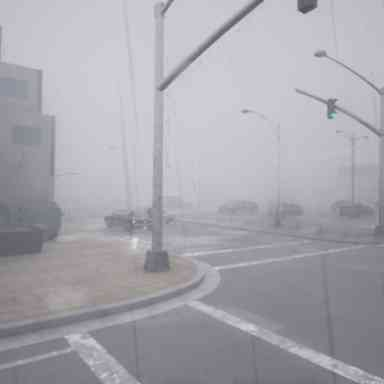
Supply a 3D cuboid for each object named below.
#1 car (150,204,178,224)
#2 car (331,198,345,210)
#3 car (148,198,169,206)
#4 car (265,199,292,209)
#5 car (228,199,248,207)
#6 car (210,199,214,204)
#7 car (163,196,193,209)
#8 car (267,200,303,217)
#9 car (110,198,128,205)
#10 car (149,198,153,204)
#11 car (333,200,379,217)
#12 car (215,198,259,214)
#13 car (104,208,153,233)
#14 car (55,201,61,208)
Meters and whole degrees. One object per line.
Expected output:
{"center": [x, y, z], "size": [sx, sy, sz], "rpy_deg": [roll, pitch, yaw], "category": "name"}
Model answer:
{"center": [-3.411, 1.939, 27.351], "size": [1.895, 1.301, 4.718], "rpy_deg": [1, -1, -36], "category": "car"}
{"center": [21.539, 1.846, 46.702], "size": [4.605, 1.855, 1.932], "rpy_deg": [1, -1, -36], "category": "car"}
{"center": [-6.845, 2.002, 68.736], "size": [3.806, 1.475, 1.970], "rpy_deg": [1, -1, -36], "category": "car"}
{"center": [14.861, 2.055, 57.241], "size": [4.514, 1.523, 2.007], "rpy_deg": [1, -1, -36], "category": "car"}
{"center": [9.075, 2.076, 65.389], "size": [3.633, 1.501, 1.845], "rpy_deg": [1, -1, -36], "category": "car"}
{"center": [6.544, 2.191, 82.007], "size": [4.514, 1.523, 2.007], "rpy_deg": [1, -1, -36], "category": "car"}
{"center": [-1.870, 1.607, 49.531], "size": [3.866, 1.878, 1.905], "rpy_deg": [1, -1, -36], "category": "car"}
{"center": [9.580, 1.767, 34.101], "size": [3.806, 1.475, 1.970], "rpy_deg": [1, -1, -36], "category": "car"}
{"center": [-14.612, 1.899, 66.838], "size": [3.633, 1.501, 1.845], "rpy_deg": [1, -1, -36], "category": "car"}
{"center": [-3.898, 1.622, 51.653], "size": [4.605, 1.855, 1.932], "rpy_deg": [1, -1, -36], "category": "car"}
{"center": [17.442, 1.922, 35.228], "size": [4.514, 1.523, 2.007], "rpy_deg": [1, -1, -36], "category": "car"}
{"center": [5.580, 1.684, 39.130], "size": [5.027, 1.636, 2.152], "rpy_deg": [1, -1, -36], "category": "car"}
{"center": [-4.145, 1.894, 22.192], "size": [1.895, 1.301, 4.718], "rpy_deg": [1, 0, -36], "category": "car"}
{"center": [-17.521, 1.799, 40.930], "size": [1.837, 1.490, 4.892], "rpy_deg": [1, -1, -35], "category": "car"}
